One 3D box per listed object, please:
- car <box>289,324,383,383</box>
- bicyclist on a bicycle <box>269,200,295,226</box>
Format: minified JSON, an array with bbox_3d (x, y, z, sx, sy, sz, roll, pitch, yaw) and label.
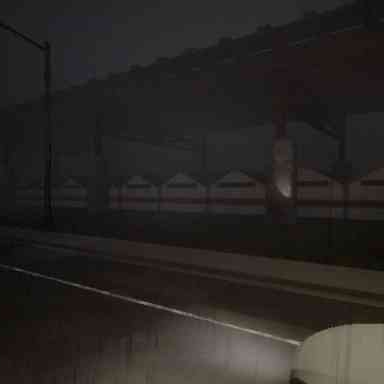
[{"bbox_3d":[2.919,1.526,1.893,4.674,1.442,1.812,0,0,36],"label":"car"},{"bbox_3d":[5.299,1.213,20.321,1.620,1.656,0.582,45,32,15],"label":"bicyclist on a bicycle"}]
